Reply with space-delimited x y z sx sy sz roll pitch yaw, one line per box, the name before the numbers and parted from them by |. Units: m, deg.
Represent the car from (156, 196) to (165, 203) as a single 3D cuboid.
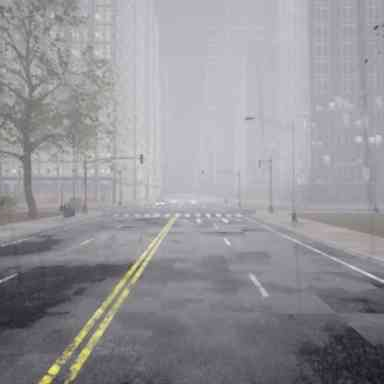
car | -7.293 1.761 77.525 2.128 1.511 4.902 0 0 -1
